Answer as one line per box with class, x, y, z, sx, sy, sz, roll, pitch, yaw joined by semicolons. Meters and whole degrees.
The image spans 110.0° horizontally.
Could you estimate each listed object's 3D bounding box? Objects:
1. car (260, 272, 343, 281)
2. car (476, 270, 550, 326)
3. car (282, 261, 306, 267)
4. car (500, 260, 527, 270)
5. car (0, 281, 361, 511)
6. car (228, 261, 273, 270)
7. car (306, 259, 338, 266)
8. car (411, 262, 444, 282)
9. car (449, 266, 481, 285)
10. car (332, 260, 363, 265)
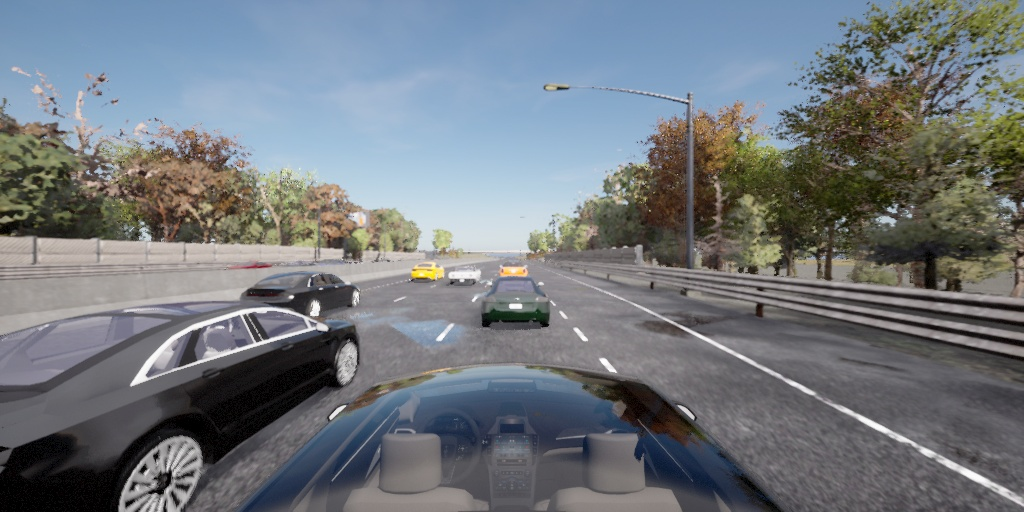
car;-6.896;1.267;12.264;1.837;1.490;4.892;0;0;0
car;0.102;1.326;11.661;1.994;1.385;4.181;0;0;0
car;-24.569;1.306;41.489;2.128;1.511;4.902;0;0;0
car;0.106;1.140;27.866;2.097;1.767;4.553;0;0;0
car;-3.399;1.244;3.977;2.128;1.511;4.902;0;0;0
car;-28.074;1.285;38.655;1.882;1.535;5.008;0;0;0
car;-21.071;1.165;41.344;2.097;1.767;4.553;0;0;0
car;-6.890;1.269;29.760;1.882;1.535;5.008;0;0;0
car;-3.392;1.386;26.646;1.895;1.301;4.718;0;0;0
car;-17.580;1.412;39.795;1.895;1.301;4.718;0;0;0
